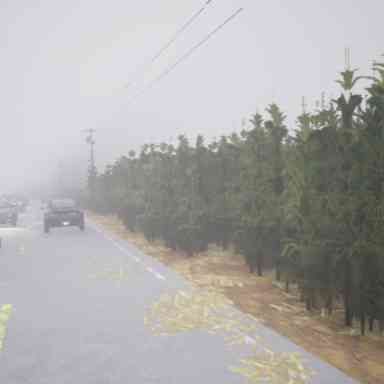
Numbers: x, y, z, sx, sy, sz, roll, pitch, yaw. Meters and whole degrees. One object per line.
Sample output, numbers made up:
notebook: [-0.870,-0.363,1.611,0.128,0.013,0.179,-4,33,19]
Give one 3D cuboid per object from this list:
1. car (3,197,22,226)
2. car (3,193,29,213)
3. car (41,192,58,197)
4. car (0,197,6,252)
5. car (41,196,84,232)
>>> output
car: [-11.583,1.272,19.889,1.994,1.385,4.181,-2,2,-25]
car: [-15.929,0.903,29.474,2.097,1.767,4.553,-2,2,-25]
car: [-19.205,0.711,44.817,1.882,1.535,5.008,-2,2,-25]
car: [-6.848,1.230,9.516,2.097,1.767,4.553,-2,2,-25]
car: [-6.940,1.180,17.853,1.837,1.490,4.892,-1,1,-24]
